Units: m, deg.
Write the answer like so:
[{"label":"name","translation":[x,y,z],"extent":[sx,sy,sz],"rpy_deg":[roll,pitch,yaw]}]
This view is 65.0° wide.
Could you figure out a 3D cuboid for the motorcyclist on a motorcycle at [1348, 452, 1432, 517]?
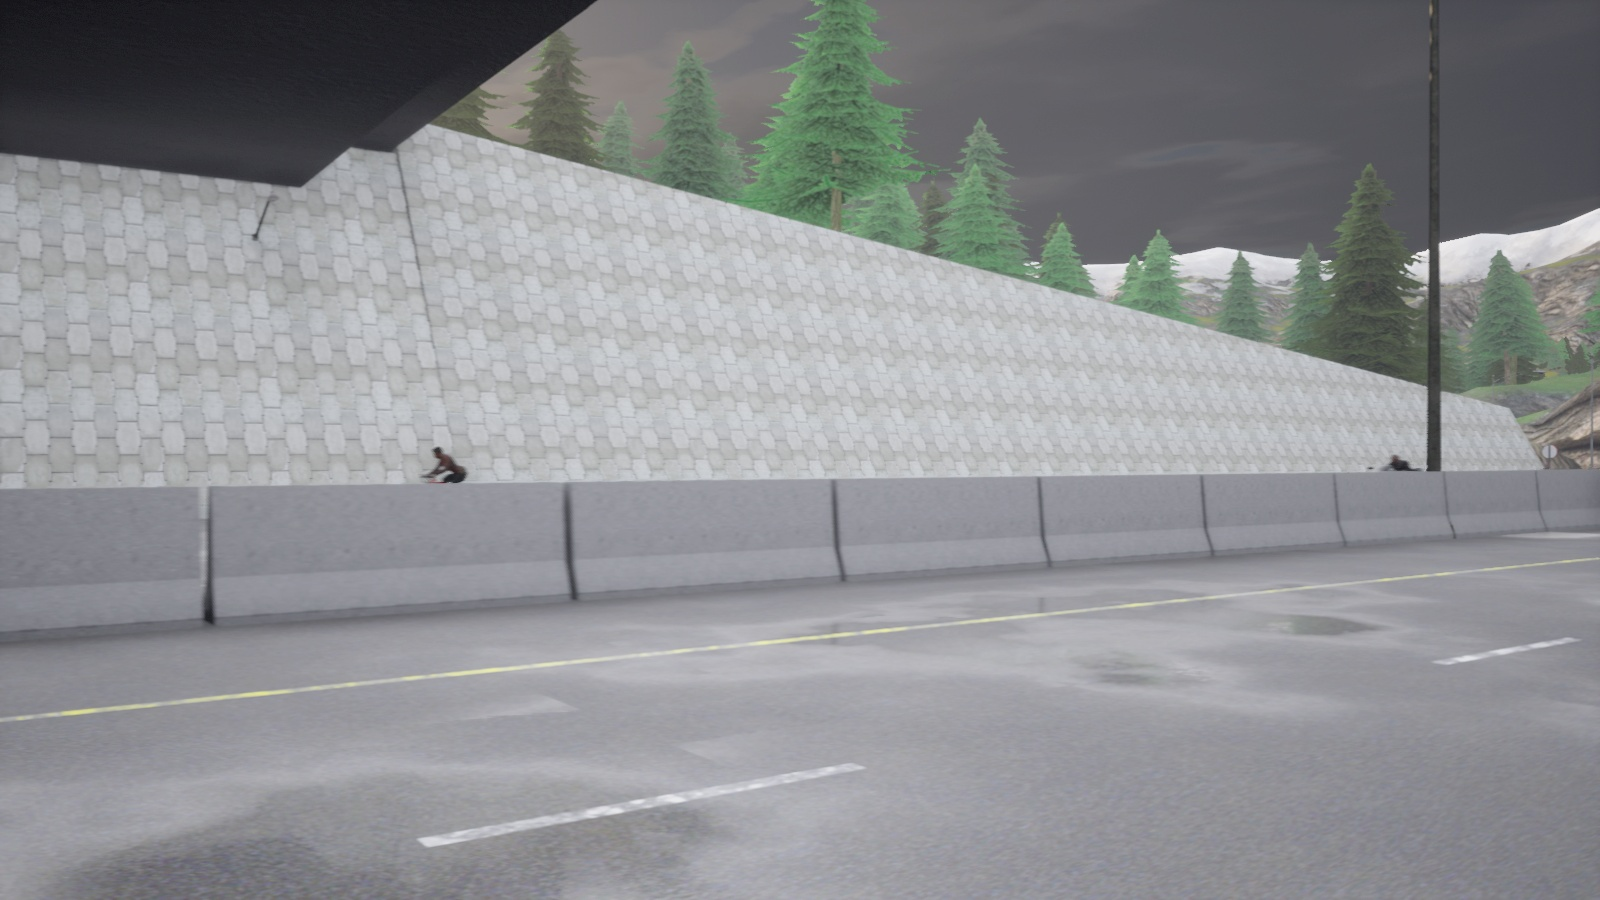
[{"label":"motorcyclist on a motorcycle","translation":[14.469,0.824,30.786],"extent":[2.191,1.530,0.866],"rpy_deg":[0,0,-35]}]
